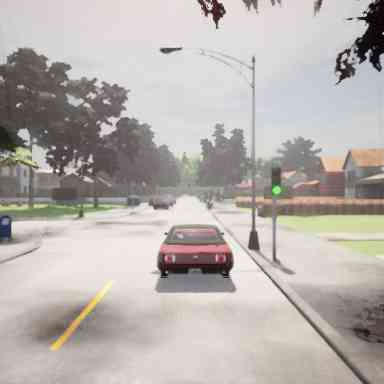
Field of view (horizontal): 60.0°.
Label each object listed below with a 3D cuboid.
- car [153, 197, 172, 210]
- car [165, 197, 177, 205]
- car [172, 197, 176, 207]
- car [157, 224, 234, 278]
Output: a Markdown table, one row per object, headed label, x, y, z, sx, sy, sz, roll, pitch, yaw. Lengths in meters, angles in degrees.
| label | x | y | z | sx | sy | sz | roll | pitch | yaw |
| --- | --- | --- | --- | --- | --- | --- | --- | --- | --- |
| car | -4.104 | 1.701 | 44.749 | 1.895 | 1.301 | 4.718 | 0 | 0 | 0 |
| car | -4.011 | 1.693 | 65.102 | 2.033 | 1.411 | 5.357 | 0 | 0 | 0 |
| car | -4.076 | 1.686 | 54.741 | 1.994 | 1.385 | 4.181 | 0 | 0 | 0 |
| car | 0.069 | 1.624 | 10.204 | 1.895 | 1.301 | 4.718 | 0 | 0 | 0 |
